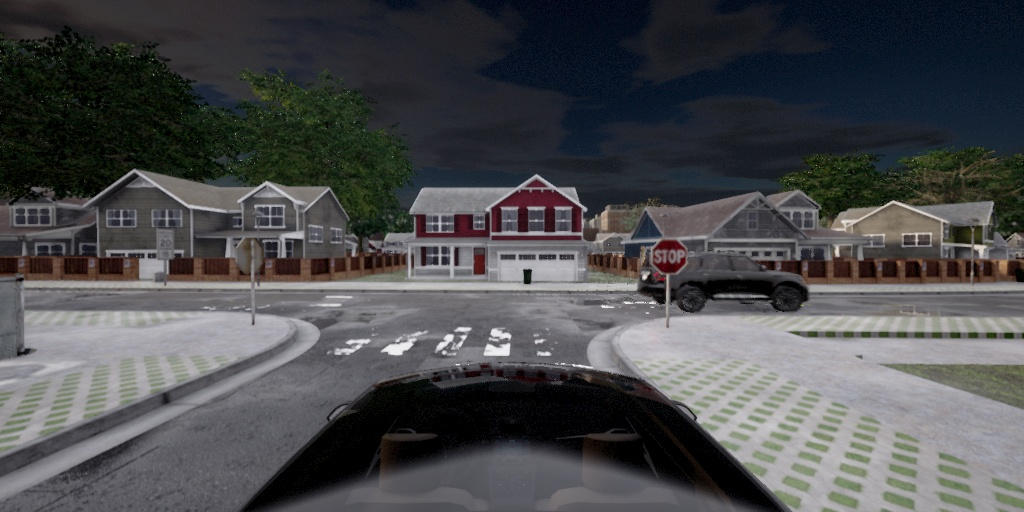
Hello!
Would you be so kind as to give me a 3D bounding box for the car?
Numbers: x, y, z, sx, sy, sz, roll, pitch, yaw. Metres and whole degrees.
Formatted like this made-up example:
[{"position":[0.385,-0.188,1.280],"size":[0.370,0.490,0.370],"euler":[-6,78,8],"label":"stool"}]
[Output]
[{"position":[7.438,0.865,12.934],"size":[5.566,2.045,2.150],"euler":[0,0,-2],"label":"car"}]
